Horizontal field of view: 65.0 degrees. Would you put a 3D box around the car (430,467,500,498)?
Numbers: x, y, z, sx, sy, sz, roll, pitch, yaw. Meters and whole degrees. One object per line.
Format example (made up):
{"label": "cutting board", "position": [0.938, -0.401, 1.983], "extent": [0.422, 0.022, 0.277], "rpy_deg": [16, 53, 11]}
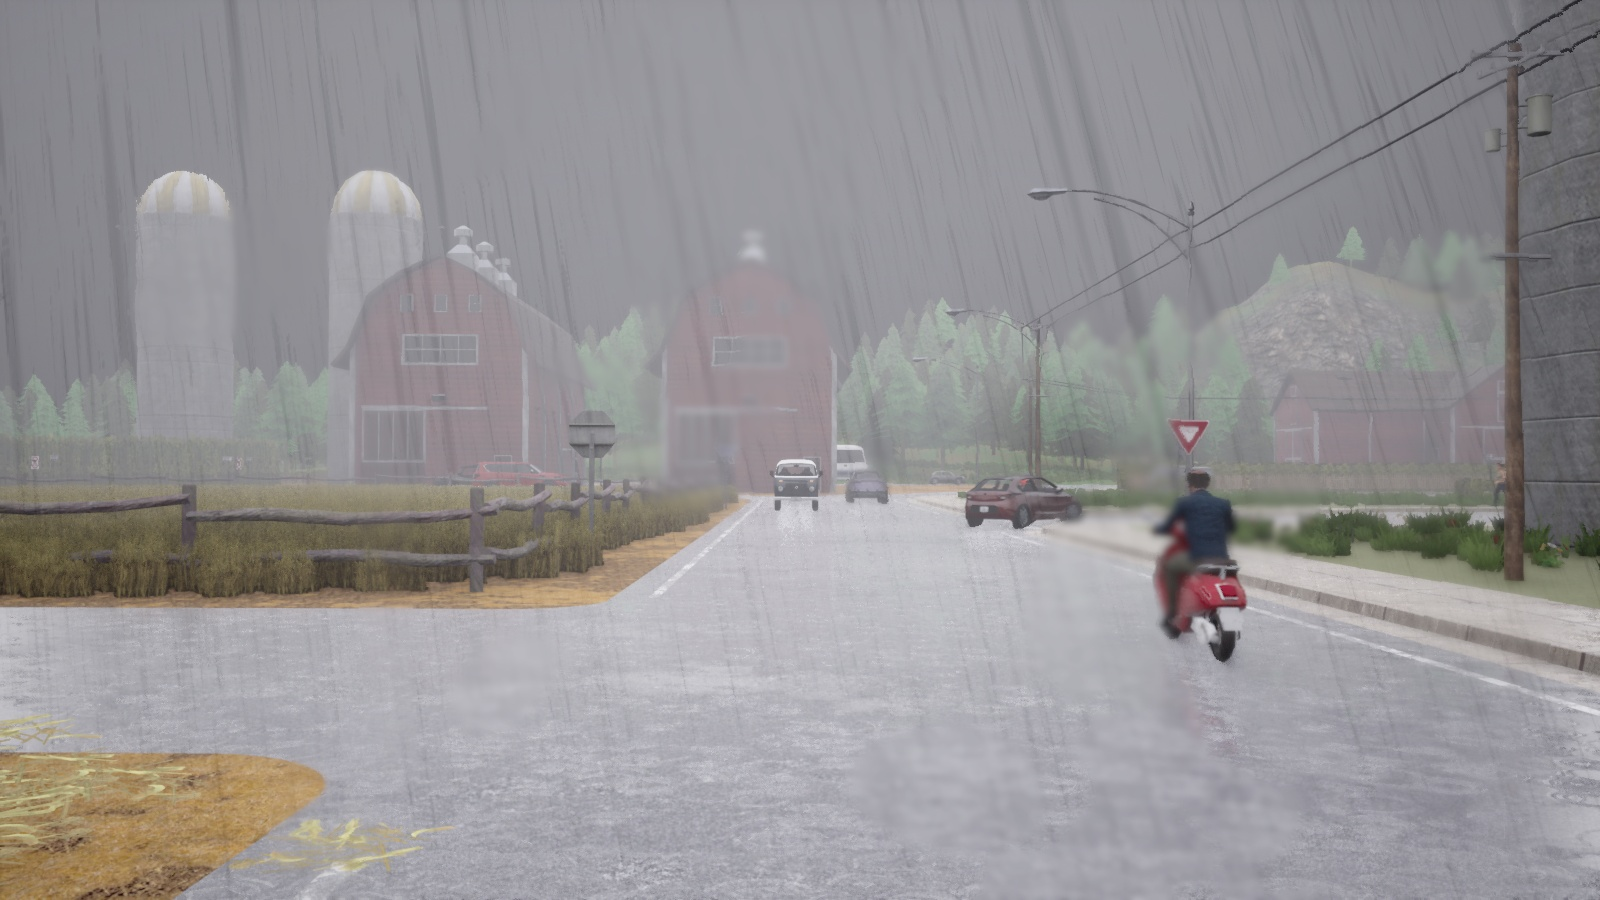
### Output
{"label": "car", "position": [-20.488, 1.980, 76.859], "extent": [3.866, 1.878, 1.905], "rpy_deg": [0, -1, -3]}

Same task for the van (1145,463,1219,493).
{"label": "van", "position": [25.882, 1.891, 85.222], "extent": [4.442, 1.987, 1.775], "rpy_deg": [0, -1, 1]}

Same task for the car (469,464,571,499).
{"label": "car", "position": [-16.379, 1.832, 73.598], "extent": [5.566, 2.045, 2.150], "rpy_deg": [0, -1, -3]}

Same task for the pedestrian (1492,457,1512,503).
{"label": "pedestrian", "position": [27.884, 1.194, 49.890], "extent": [0.594, 1.836, 0.345], "rpy_deg": [0, -1, -2]}

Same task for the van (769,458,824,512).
{"label": "van", "position": [-0.137, 1.383, 50.392], "extent": [2.069, 2.038, 4.480], "rpy_deg": [0, -1, 0]}

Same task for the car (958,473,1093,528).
{"label": "car", "position": [6.502, 1.405, 35.965], "extent": [1.816, 1.474, 4.193], "rpy_deg": [-1, -2, 43]}

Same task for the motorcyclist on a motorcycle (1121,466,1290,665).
{"label": "motorcyclist on a motorcycle", "position": [3.470, 0.938, 10.945], "extent": [0.866, 1.590, 1.817], "rpy_deg": [0, -1, 0]}

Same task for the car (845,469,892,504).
{"label": "car", "position": [3.315, 1.765, 61.698], "extent": [2.033, 1.649, 4.856], "rpy_deg": [0, -1, 0]}
